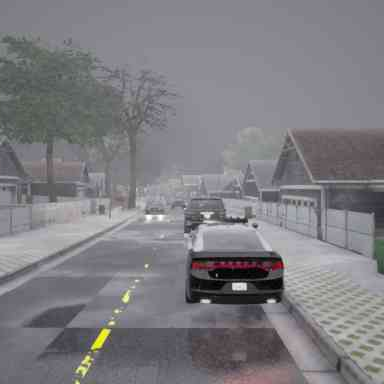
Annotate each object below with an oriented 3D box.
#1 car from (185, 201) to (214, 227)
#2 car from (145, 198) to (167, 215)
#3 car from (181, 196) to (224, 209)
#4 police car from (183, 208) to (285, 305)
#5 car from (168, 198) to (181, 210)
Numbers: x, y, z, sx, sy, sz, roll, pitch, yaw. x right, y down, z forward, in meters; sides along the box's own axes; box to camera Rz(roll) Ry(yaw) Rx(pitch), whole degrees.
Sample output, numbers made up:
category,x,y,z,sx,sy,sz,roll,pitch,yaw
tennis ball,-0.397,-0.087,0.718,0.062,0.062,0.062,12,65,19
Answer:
category,x,y,z,sx,sy,sz,roll,pitch,yaw
car,0.417,1.494,24.476,1.801,1.575,5.366,0,0,-2
car,-3.919,1.649,35.256,1.994,1.385,4.181,0,0,-4
car,0.641,1.250,18.288,2.150,2.045,5.566,0,0,-2
police car,0.807,1.430,8.315,1.930,1.638,5.238,0,0,0
car,-2.003,1.663,46.832,1.837,1.490,4.892,0,0,-5
